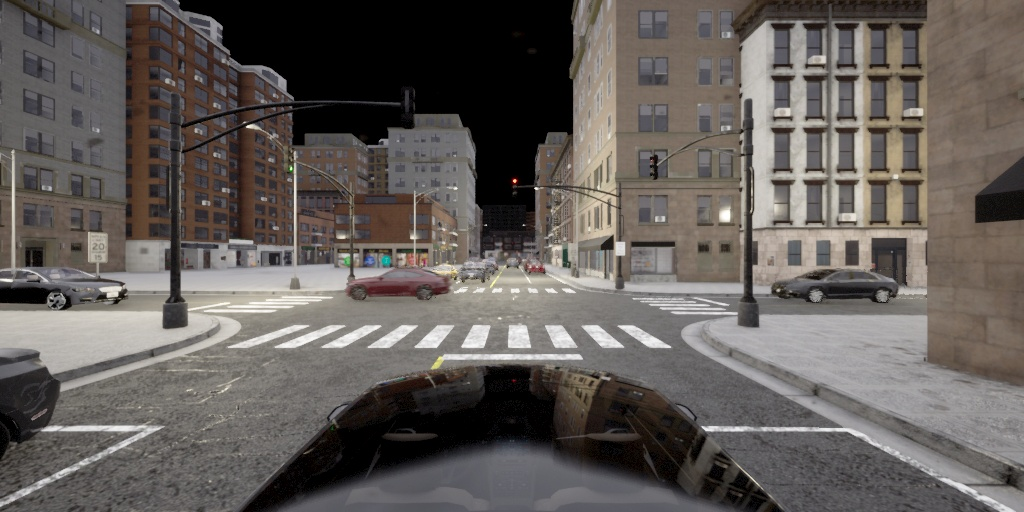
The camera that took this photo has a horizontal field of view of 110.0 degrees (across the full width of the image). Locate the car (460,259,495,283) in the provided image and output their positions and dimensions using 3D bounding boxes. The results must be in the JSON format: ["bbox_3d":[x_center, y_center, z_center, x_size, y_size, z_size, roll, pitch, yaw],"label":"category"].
[{"bbox_3d":[-2.821,1.240,28.207,2.128,1.511,4.902,0,0,2],"label":"car"}]

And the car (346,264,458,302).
[{"bbox_3d":[-5.060,1.259,16.326,4.674,1.442,1.812,0,0,0],"label":"car"}]

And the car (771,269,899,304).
[{"bbox_3d":[14.559,1.335,16.329,4.892,1.490,1.837,0,0,0],"label":"car"}]

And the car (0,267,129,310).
[{"bbox_3d":[-17.276,1.161,13.382,4.902,1.511,2.128,0,0,2],"label":"car"}]

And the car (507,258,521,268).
[{"bbox_3d":[0.126,1.314,58.606,1.994,1.385,4.181,0,0,1],"label":"car"}]

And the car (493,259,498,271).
[{"bbox_3d":[-2.824,1.313,38.108,1.994,1.385,4.181,0,0,0],"label":"car"}]

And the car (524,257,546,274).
[{"bbox_3d":[2.659,1.189,39.875,1.967,1.591,4.097,0,0,0],"label":"car"}]

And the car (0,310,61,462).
[{"bbox_3d":[-5.388,1.300,1.711,2.007,1.370,4.403,0,0,0],"label":"car"}]

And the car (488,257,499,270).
[{"bbox_3d":[-2.810,1.275,48.183,1.812,1.442,4.674,0,0,0],"label":"car"}]

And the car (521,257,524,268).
[{"bbox_3d":[2.662,1.064,45.537,2.192,1.841,5.009,0,0,0],"label":"car"}]

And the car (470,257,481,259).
[{"bbox_3d":[-5.359,1.064,51.205,2.192,1.841,5.009,0,0,0],"label":"car"}]
